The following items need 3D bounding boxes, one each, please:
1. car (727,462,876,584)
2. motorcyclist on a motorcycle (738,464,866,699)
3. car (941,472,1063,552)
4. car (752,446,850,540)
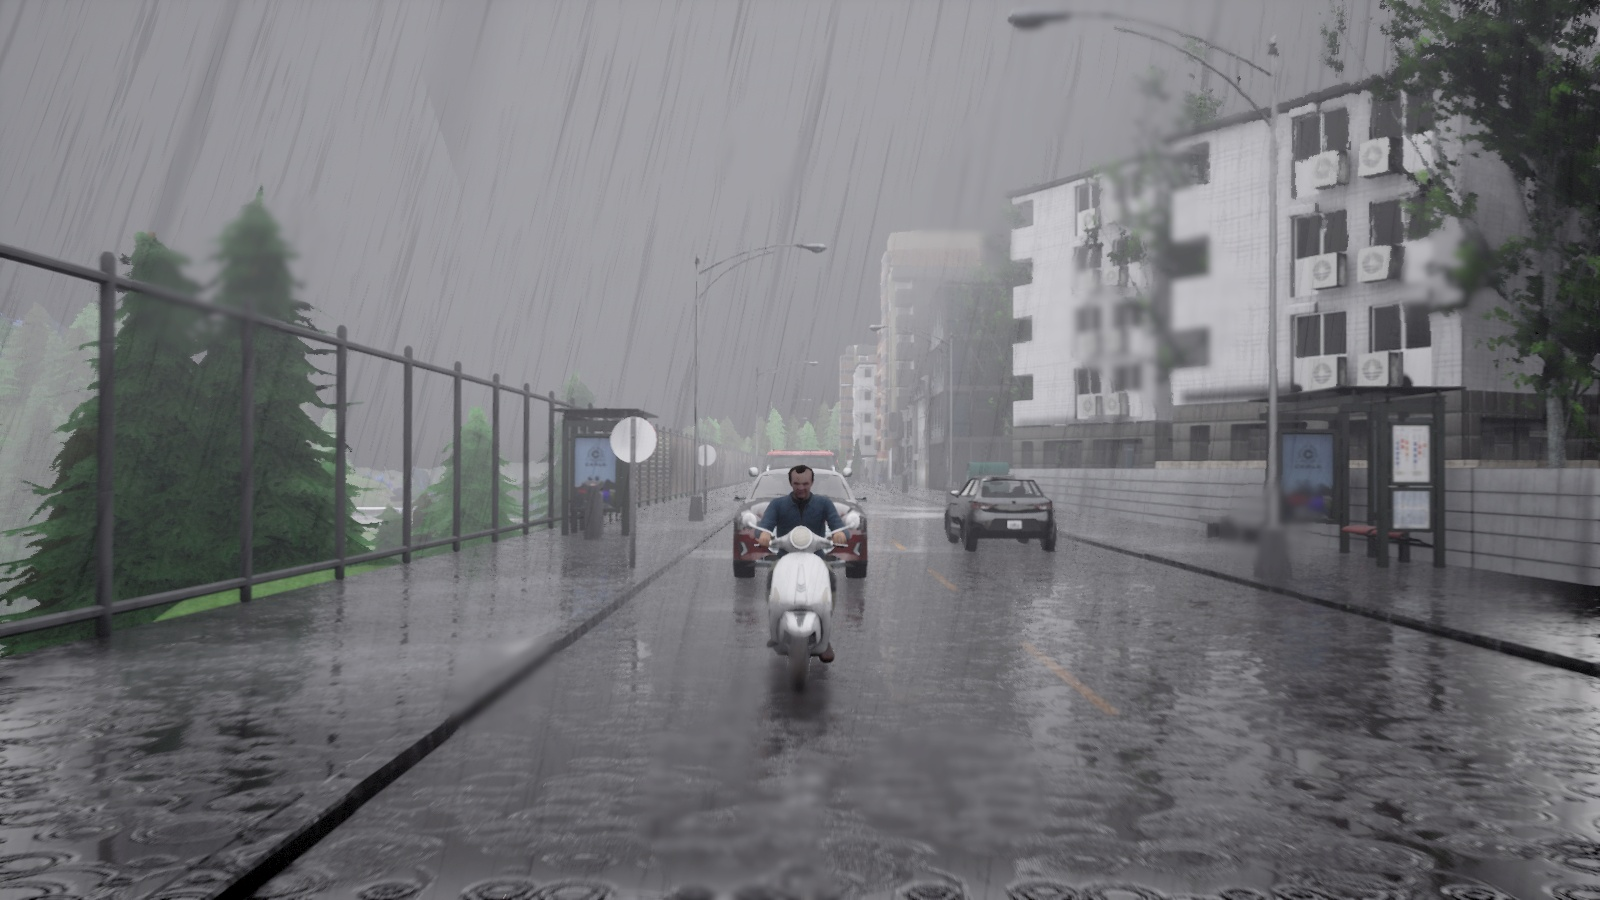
[{"bbox_3d":[0.016,1.038,19.603,2.033,1.649,4.856,0,-1,0],"label":"car"},{"bbox_3d":[0.013,0.908,9.478,0.866,1.590,1.817,0,0,0],"label":"motorcyclist on a motorcycle"},{"bbox_3d":[4.018,1.196,25.664,1.816,1.474,4.193,0,-1,0],"label":"car"},{"bbox_3d":[0.013,0.989,30.371,2.150,2.045,5.566,0,-1,0],"label":"car"}]
